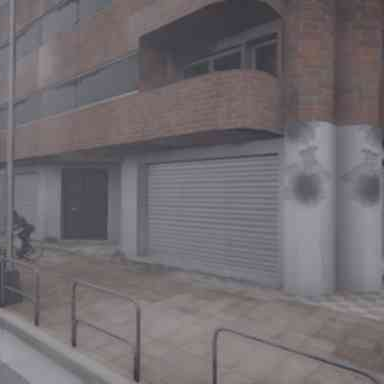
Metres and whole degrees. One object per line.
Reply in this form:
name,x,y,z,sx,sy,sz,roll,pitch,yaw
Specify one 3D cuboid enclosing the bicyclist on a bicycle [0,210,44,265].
bicyclist on a bicycle,-5.328,1.373,10.161,0.582,1.620,1.656,0,-2,40
